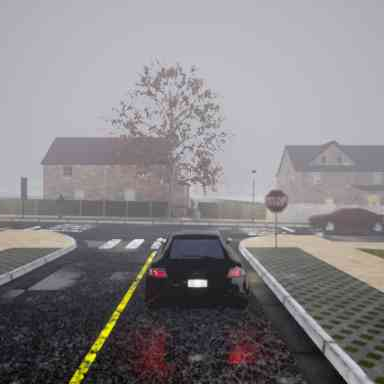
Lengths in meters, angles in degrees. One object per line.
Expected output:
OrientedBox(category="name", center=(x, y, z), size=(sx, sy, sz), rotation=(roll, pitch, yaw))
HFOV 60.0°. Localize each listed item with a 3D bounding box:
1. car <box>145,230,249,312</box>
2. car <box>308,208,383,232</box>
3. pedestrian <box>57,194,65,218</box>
OrientedBox(category="car", center=(0.076, 1.564, 7.807), size=(1.994, 1.385, 4.181), rotation=(0, 0, -1))
OrientedBox(category="car", center=(10.205, 1.762, 21.831), size=(5.008, 1.535, 1.882), rotation=(2, 0, -2))
OrientedBox(category="pedestrian", center=(-9.742, 1.018, 24.640), size=(0.375, 1.860, 0.375), rotation=(0, -2, 0))
